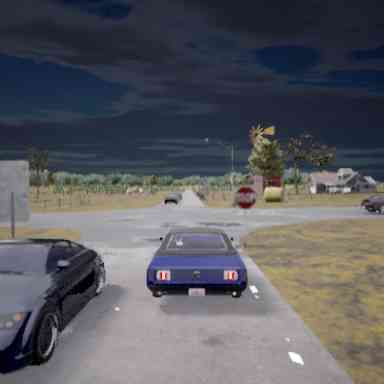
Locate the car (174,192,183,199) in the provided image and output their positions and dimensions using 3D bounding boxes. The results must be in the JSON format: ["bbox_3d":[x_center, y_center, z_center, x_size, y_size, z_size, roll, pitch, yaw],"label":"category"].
[{"bbox_3d":[-3.149,0.766,77.868,1.837,1.490,4.892,0,0,0],"label":"car"}]

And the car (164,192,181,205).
[{"bbox_3d":[-3.003,1.118,48.152,1.895,1.301,4.718,0,1,-1],"label":"car"}]

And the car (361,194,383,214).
[{"bbox_3d":[15.698,0.881,25.720,4.892,1.490,1.837,-1,1,0],"label":"car"}]

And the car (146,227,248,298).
[{"bbox_3d":[0.109,1.512,8.251,1.895,1.301,4.718,0,1,0],"label":"car"}]

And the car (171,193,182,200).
[{"bbox_3d":[-3.076,0.911,67.603,1.994,1.385,4.181,0,0,0],"label":"car"}]

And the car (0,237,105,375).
[{"bbox_3d":[-2.859,1.503,5.567,1.994,1.385,4.181,0,1,0],"label":"car"}]

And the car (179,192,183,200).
[{"bbox_3d":[-3.047,0.937,57.542,1.837,1.490,4.892,0,0,0],"label":"car"}]
